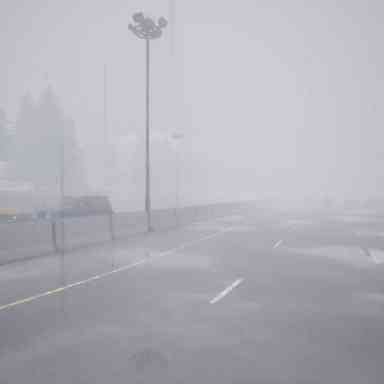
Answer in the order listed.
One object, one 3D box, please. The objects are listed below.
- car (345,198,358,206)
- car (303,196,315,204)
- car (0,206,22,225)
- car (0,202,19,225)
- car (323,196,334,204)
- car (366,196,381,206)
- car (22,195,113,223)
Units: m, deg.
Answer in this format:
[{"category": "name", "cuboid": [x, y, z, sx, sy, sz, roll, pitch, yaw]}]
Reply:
[{"category": "car", "cuboid": [26.136, 1.601, 54.626, 1.895, 1.301, 4.718, 0, 0, 22]}, {"category": "car", "cuboid": [22.665, 1.505, 64.501, 1.837, 1.490, 4.892, 0, 0, 23]}, {"category": "car", "cuboid": [-10.310, 1.601, 21.914, 1.895, 1.301, 4.718, 0, 0, 23]}, {"category": "car", "cuboid": [-14.162, 1.477, 21.775, 1.882, 1.535, 5.008, 0, 0, 23]}, {"category": "car", "cuboid": [26.631, 1.478, 64.931, 1.882, 1.535, 5.008, 0, 0, 23]}, {"category": "car", "cuboid": [30.397, 1.505, 55.745, 1.837, 1.490, 4.892, 0, 0, 22]}, {"category": "car", "cuboid": [-7.127, 1.220, 20.454, 2.150, 2.045, 5.566, 0, 0, 23]}]
